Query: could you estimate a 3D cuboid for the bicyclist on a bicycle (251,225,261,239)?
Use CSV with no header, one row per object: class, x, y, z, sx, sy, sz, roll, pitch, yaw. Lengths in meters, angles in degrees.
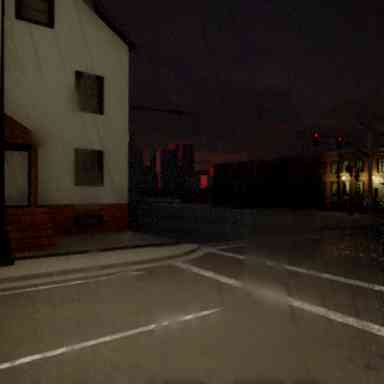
bicyclist on a bicycle,6.909,4.374,35.798,1.656,1.620,0.582,-1,-11,-33
